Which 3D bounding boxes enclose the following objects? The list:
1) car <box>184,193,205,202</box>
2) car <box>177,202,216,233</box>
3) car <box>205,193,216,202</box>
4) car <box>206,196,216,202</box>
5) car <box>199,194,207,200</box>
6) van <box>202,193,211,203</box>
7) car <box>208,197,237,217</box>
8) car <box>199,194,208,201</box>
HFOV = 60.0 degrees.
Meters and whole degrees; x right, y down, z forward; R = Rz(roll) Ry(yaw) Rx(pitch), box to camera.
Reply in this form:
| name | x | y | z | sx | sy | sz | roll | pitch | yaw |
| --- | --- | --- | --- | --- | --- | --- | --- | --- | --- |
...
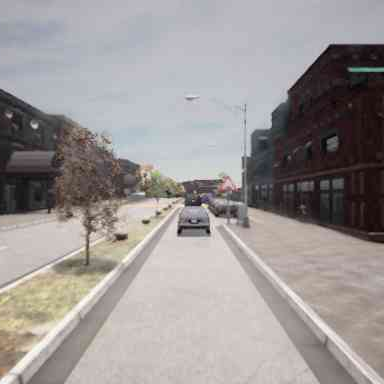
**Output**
| name | x | y | z | sx | sy | sz | roll | pitch | yaw |
| --- | --- | --- | --- | --- | --- | --- | --- | --- | --- |
| car | 0.124 | 1.189 | 42.788 | 2.150 | 2.045 | 5.566 | 0 | 0 | 0 |
| car | 0.094 | 1.552 | 19.722 | 2.033 | 1.411 | 5.357 | 0 | 0 | 0 |
| car | 2.998 | 1.175 | 58.330 | 2.435 | 2.045 | 5.566 | 0 | 0 | 0 |
| car | 2.997 | 1.470 | 36.333 | 2.231 | 1.521 | 4.892 | 0 | 0 | 0 |
| car | 2.998 | 1.341 | 91.396 | 2.185 | 1.767 | 4.553 | 0 | 0 | 0 |
| van | 2.998 | 1.194 | 69.461 | 1.878 | 1.987 | 4.442 | 0 | 0 | 0 |
| car | 2.997 | 1.477 | 30.685 | 2.231 | 1.521 | 4.892 | 0 | 0 | 0 |
| car | 2.998 | 1.323 | 85.876 | 2.185 | 1.767 | 4.553 | 0 | 0 | 0 |
